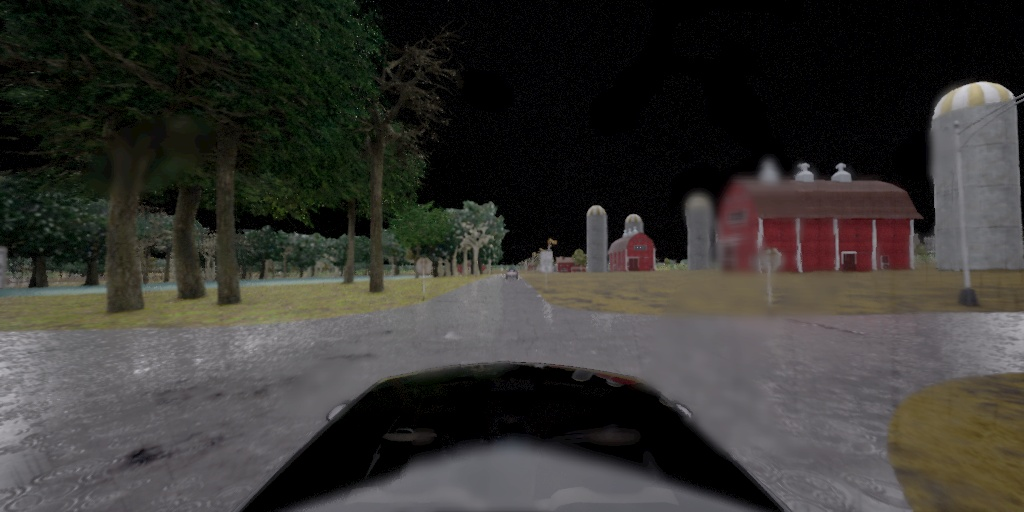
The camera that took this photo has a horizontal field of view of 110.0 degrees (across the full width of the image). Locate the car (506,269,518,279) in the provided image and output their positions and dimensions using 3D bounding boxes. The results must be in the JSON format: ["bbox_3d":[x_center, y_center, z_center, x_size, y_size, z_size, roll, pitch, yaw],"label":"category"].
[{"bbox_3d":[-0.006,2.747,54.507,2.128,1.511,4.902,0,-2,0],"label":"car"}]
